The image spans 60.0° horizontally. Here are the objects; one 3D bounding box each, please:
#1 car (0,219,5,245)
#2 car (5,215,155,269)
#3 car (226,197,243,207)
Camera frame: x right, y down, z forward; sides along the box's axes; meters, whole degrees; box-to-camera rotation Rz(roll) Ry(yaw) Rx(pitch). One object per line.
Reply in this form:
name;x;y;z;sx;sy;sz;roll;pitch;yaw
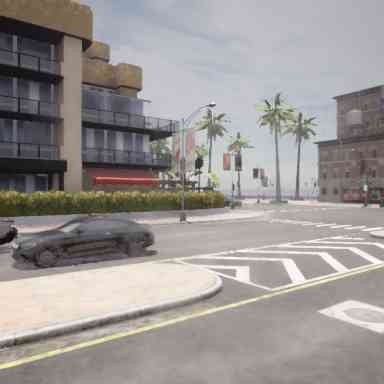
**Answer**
car;-8.913;1.492;11.763;4.902;1.511;2.128;0;0;-35
car;-3.493;1.526;11.317;4.674;1.442;1.812;0;0;-35
car;5.755;1.505;51.583;1.837;1.490;4.892;0;0;-35
